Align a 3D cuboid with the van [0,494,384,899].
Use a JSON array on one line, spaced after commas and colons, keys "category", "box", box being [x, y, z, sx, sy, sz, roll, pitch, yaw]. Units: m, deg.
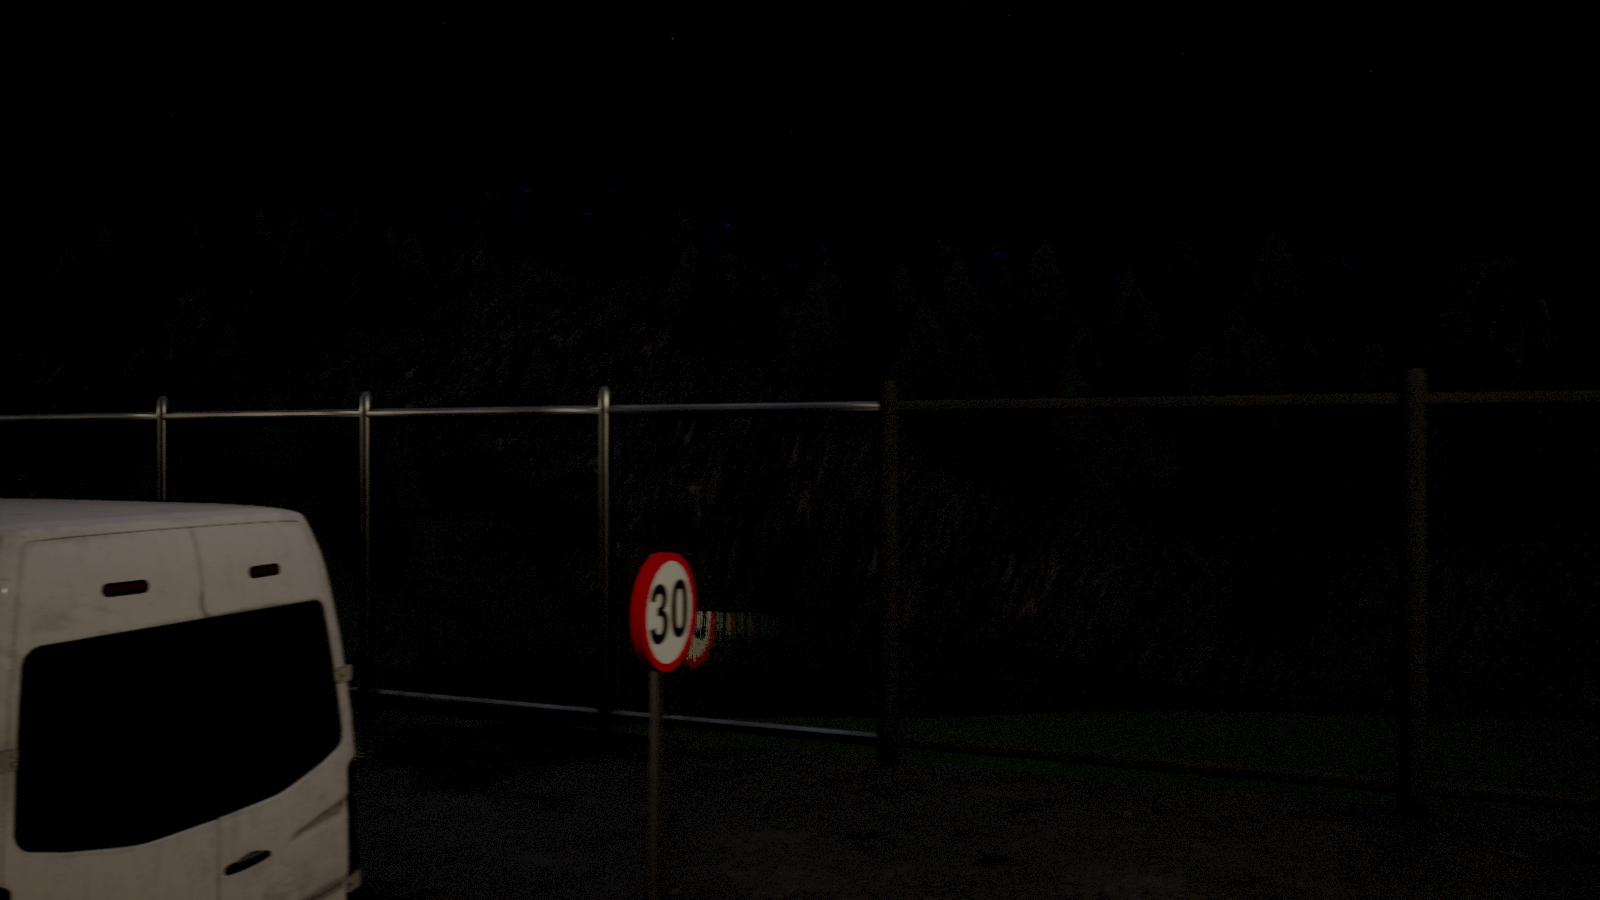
[{"category": "van", "box": [-5.178, 1.535, 5.719, 5.915, 2.561, 1.988, 0, 0, 20]}]
